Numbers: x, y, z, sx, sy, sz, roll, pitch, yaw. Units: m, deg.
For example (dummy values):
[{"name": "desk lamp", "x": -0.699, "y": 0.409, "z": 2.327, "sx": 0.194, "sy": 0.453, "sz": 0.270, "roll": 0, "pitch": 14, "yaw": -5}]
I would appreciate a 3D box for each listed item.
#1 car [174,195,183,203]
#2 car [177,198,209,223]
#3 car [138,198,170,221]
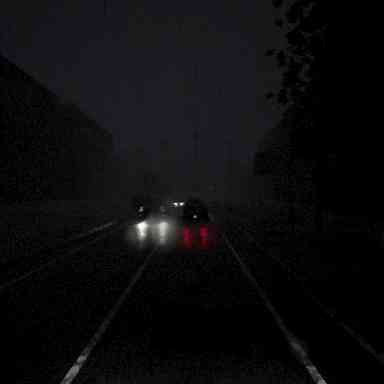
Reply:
[{"name": "car", "x": -2.657, "y": 1.432, "z": 67.955, "sx": 2.128, "sy": 1.511, "sz": 4.902, "roll": 0, "pitch": -1, "yaw": 0}, {"name": "car", "x": 0.221, "y": 1.422, "z": 24.512, "sx": 2.128, "sy": 1.511, "sz": 4.902, "roll": 0, "pitch": 0, "yaw": 0}, {"name": "car", "x": -2.964, "y": 1.276, "z": 26.521, "sx": 2.097, "sy": 1.767, "sz": 4.553, "roll": 0, "pitch": 0, "yaw": 0}]
